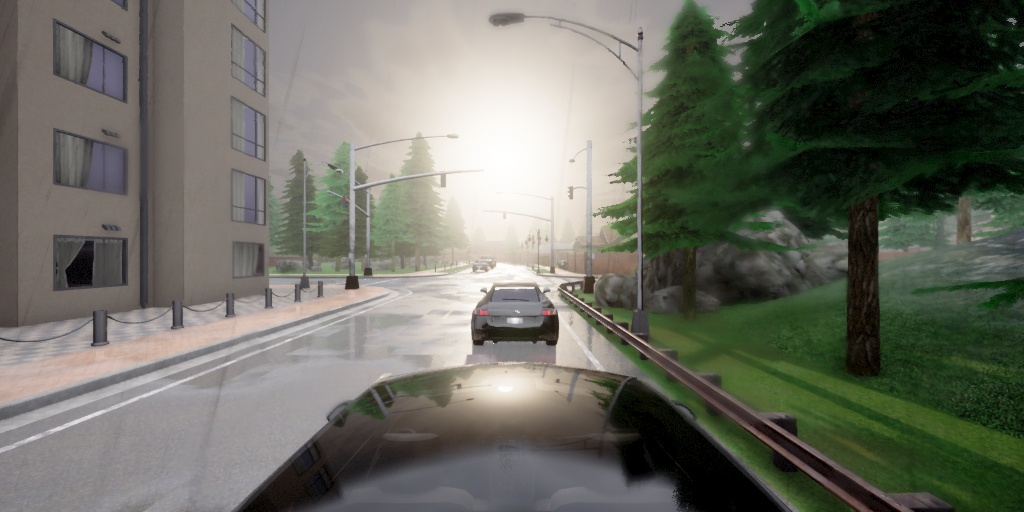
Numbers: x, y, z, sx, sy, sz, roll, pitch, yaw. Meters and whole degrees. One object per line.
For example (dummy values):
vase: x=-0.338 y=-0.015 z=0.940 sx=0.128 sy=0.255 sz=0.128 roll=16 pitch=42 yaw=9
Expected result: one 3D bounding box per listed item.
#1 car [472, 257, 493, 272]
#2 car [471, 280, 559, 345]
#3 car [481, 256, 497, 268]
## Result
car: x=-3.934 y=1.212 z=45.556 sx=2.128 sy=1.511 sz=4.902 roll=0 pitch=0 yaw=0
car: x=0.083 y=1.314 z=9.468 sx=1.994 sy=1.385 sz=4.181 roll=0 pitch=0 yaw=1
car: x=-3.976 y=0.942 z=56.163 sx=2.150 sy=2.045 sz=5.566 roll=0 pitch=0 yaw=0
